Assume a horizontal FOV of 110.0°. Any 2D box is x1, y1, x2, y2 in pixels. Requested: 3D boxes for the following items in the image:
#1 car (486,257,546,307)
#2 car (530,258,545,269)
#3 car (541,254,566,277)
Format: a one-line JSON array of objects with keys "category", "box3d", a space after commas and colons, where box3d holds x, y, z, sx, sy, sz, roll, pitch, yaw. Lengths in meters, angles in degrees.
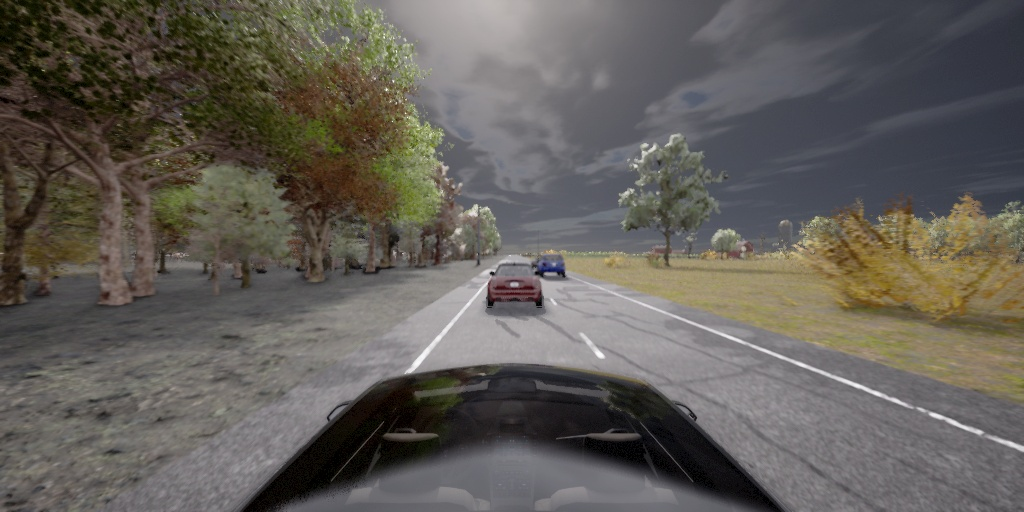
[{"category": "car", "box3d": [0.096, 1.040, 15.130, 2.097, 1.767, 4.553, 0, 0, 0]}, {"category": "car", "box3d": [3.555, 1.018, 50.457, 1.837, 1.490, 4.892, 0, 1, 0]}, {"category": "car", "box3d": [3.504, 0.824, 32.492, 2.150, 2.045, 5.566, 0, 1, 0]}]
